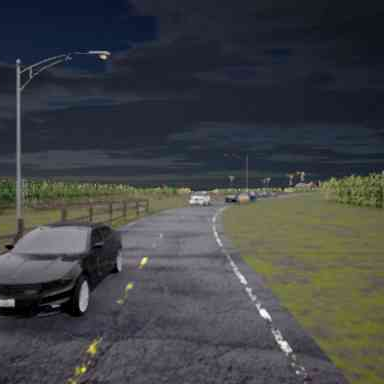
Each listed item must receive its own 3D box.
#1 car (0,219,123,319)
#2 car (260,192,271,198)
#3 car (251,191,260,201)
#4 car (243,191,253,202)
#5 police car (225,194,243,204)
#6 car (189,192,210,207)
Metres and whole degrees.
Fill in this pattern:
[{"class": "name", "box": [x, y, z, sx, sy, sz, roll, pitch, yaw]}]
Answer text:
[{"class": "car", "box": [-2.895, 1.451, 7.661, 1.882, 1.535, 5.008, 0, 0, 0]}, {"class": "car", "box": [18.252, 0.713, 85.603, 2.097, 1.767, 4.553, 0, 0, 25]}, {"class": "car", "box": [12.077, 0.849, 70.018, 2.150, 2.045, 5.566, 0, 0, 23]}, {"class": "car", "box": [9.940, 1.121, 64.683, 1.801, 1.575, 5.366, 0, 0, 21]}, {"class": "police car", "box": [6.755, 1.159, 55.280, 1.930, 1.638, 5.238, 0, 0, 17]}, {"class": "car", "box": [1.219, 1.008, 48.511, 2.150, 2.045, 5.566, 0, 0, 14]}]
